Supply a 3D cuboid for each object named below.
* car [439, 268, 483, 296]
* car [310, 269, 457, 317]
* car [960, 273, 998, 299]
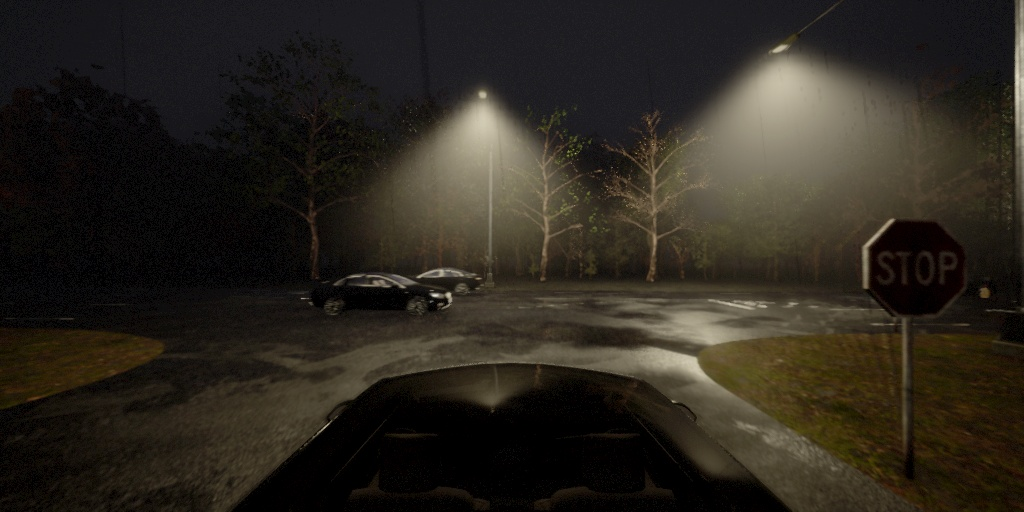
[{"bbox_3d":[-4.088,1.446,20.184,4.902,1.511,2.128,0,-1,0],"label":"car"},{"bbox_3d":[-4.729,1.364,13.178,4.902,1.511,2.128,0,-1,0],"label":"car"},{"bbox_3d":[23.721,1.602,20.019,5.008,1.535,1.882,-1,-1,0],"label":"car"}]
